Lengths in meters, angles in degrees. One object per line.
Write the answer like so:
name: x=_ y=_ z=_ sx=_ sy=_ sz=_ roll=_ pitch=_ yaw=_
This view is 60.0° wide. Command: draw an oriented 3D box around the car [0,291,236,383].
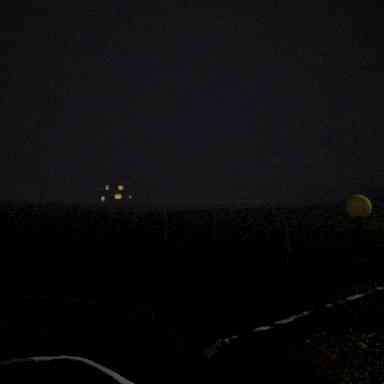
car: x=-1.911 y=1.505 z=1.708 sx=4.892 sy=1.490 sz=1.837 roll=0 pitch=0 yaw=-35
